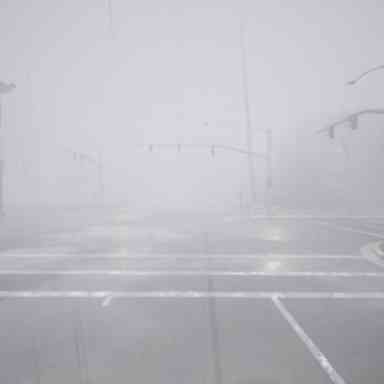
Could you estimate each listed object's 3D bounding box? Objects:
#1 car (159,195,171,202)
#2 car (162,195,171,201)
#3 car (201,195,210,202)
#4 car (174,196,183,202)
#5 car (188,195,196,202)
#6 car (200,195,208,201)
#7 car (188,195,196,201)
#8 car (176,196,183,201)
[{"bbox_3d":[-7.048,1.784,83.278,1.895,1.301,4.718,0,0,0],"label":"car"},{"bbox_3d":[-7.056,1.673,93.249,2.033,1.411,5.357,0,0,0],"label":"car"},{"bbox_3d":[3.452,1.741,83.256,1.994,1.385,4.181,0,0,0],"label":"car"},{"bbox_3d":[-3.548,1.713,83.251,1.812,1.442,4.674,0,0,0],"label":"car"},{"bbox_3d":[-0.048,1.713,82.837,2.128,1.511,4.902,0,0,0],"label":"car"},{"bbox_3d":[3.444,1.673,93.257,2.033,1.411,5.357,0,0,0],"label":"car"},{"bbox_3d":[-0.056,1.658,93.254,2.128,1.511,4.902,0,0,0],"label":"car"},{"bbox_3d":[-3.556,1.728,93.282,1.895,1.301,4.718,0,0,0],"label":"car"}]
